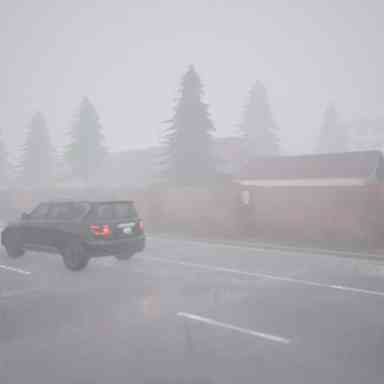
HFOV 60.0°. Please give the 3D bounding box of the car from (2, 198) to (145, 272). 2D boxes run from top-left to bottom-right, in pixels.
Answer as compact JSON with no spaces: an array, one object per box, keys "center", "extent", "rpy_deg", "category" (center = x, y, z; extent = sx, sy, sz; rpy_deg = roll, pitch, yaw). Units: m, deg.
[{"center":[-4.083,1.230,11.172],"extent":[5.566,2.045,2.150],"rpy_deg":[-1,0,35],"category":"car"}]
